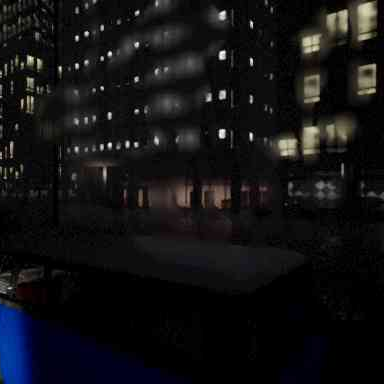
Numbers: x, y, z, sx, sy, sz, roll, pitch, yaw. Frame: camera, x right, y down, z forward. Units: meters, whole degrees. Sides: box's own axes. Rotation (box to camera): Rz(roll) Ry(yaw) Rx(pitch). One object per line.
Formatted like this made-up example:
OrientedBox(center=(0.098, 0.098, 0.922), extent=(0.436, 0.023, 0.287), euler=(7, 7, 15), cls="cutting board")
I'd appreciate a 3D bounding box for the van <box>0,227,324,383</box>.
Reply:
OrientedBox(center=(-0.746, 1.337, 3.399), extent=(3.998, 1.788, 1.690), euler=(0, 0, 35), cls="van")
